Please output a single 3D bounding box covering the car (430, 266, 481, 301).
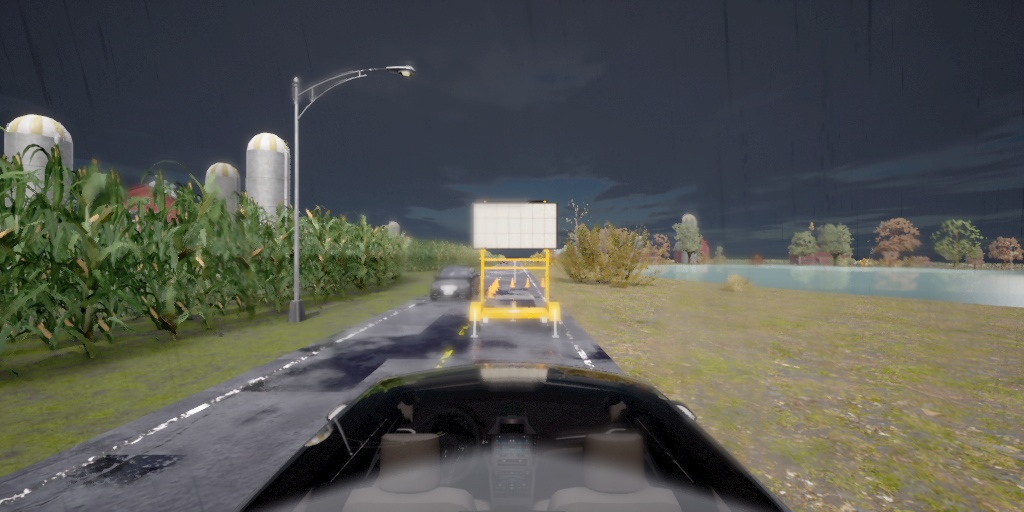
[{"bbox_3d":[-2.605,1.250,17.264,2.128,1.511,4.902,0,0,0],"label":"car"}]

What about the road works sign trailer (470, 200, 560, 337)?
[{"bbox_3d":[0.084,0.217,10.232,2.380,3.560,2.880,0,0,1],"label":"road works sign trailer"}]
